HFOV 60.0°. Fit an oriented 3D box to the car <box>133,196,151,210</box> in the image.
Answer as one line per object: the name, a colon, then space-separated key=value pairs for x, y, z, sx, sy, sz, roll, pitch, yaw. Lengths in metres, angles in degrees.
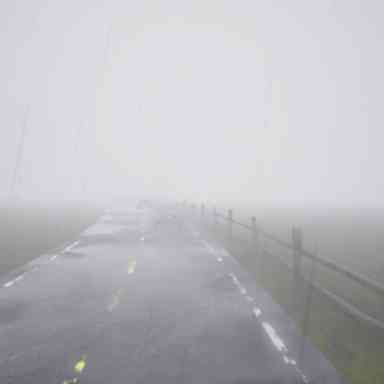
car: x=-5.830 y=1.308 z=39.787 sx=1.837 sy=1.490 sz=4.892 roll=0 pitch=0 yaw=-16

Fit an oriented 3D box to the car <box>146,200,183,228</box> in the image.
car: x=-1.709 y=1.458 z=21.510 sx=2.033 sy=1.411 sz=5.357 roll=0 pitch=0 yaw=-9
